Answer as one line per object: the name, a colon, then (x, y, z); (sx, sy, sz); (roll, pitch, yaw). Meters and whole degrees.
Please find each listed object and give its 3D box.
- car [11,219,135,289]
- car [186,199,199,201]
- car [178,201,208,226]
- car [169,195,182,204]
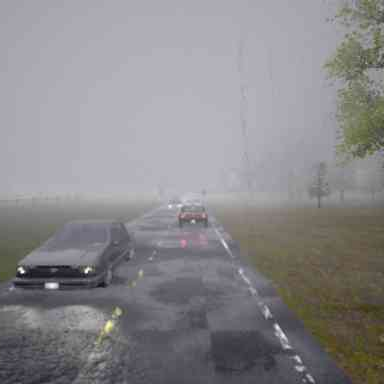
car: (-2.849, 1.514, 9.426); (2.033, 1.411, 5.357); (0, 0, 0)
car: (0.100, 1.451, 39.899); (1.895, 1.301, 4.718); (0, 0, 0)
car: (0.093, 1.519, 22.739); (1.895, 1.301, 4.718); (0, 0, 0)
car: (-2.748, 1.318, 55.534); (1.837, 1.490, 4.892); (0, 0, 0)
